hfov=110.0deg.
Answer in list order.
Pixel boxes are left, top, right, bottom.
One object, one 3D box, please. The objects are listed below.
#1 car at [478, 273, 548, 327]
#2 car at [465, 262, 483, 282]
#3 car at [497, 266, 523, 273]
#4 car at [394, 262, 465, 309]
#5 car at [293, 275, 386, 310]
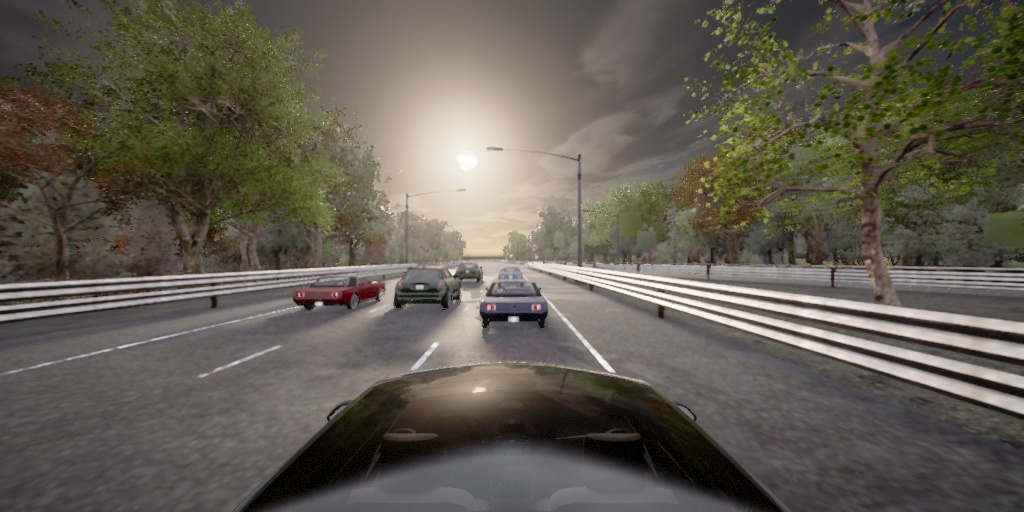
[{"bbox_3d":[0.045,1.425,11.833,1.895,1.301,4.718,0,0,0],"label":"car"},{"bbox_3d":[-3.701,1.336,31.666,2.097,1.767,4.553,0,0,-1],"label":"car"},{"bbox_3d":[-0.121,1.492,27.004,2.033,1.411,5.357,0,0,-1],"label":"car"},{"bbox_3d":[-3.479,1.205,15.591,2.097,1.767,4.553,0,0,0],"label":"car"},{"bbox_3d":[-6.971,1.451,15.142,1.895,1.301,4.718,0,0,0],"label":"car"}]
